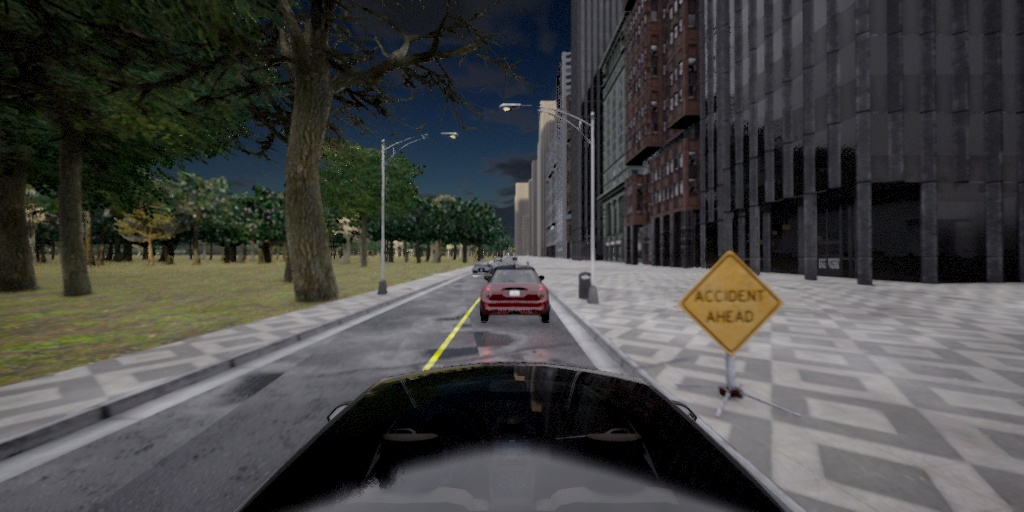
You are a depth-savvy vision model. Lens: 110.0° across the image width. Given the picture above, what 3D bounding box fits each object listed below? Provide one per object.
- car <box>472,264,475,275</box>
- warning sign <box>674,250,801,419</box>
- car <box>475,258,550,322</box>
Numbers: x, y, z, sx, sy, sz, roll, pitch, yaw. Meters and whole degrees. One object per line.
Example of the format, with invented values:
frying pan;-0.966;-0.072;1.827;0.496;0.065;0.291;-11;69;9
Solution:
car;-3.102;1.252;38.348;1.994;1.385;4.181;0;0;0
warning sign;2.717;0.859;4.460;1.300;1.860;1.060;0;0;0
car;0.083;1.079;12.388;2.097;1.767;4.553;0;0;0
